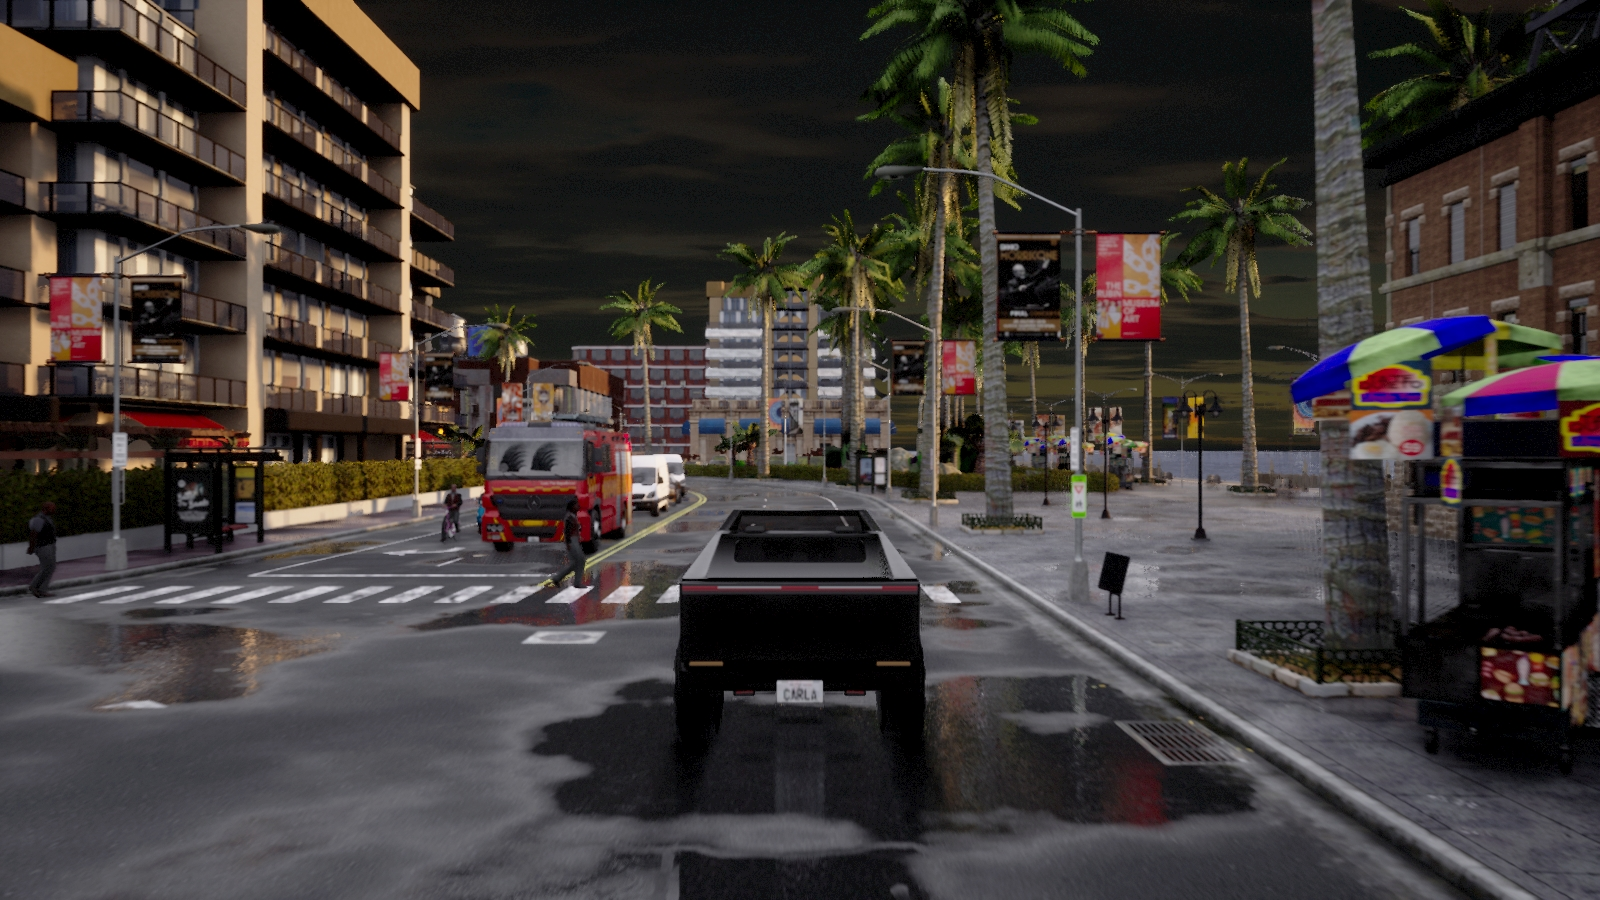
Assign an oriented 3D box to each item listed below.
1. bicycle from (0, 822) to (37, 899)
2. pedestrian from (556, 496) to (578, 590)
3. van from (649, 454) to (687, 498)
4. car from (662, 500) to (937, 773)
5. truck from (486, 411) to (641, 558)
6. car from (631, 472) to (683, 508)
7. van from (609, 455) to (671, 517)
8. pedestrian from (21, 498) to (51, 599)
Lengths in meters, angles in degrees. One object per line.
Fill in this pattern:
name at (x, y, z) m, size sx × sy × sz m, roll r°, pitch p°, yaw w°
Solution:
bicycle at (-3.486, 2.210, 4.061) m, size 0.329 × 1.171 × 1.835 m, roll 0°, pitch 0°, yaw 0°
pedestrian at (-4.654, 1.849, 22.859) m, size 0.375 × 1.860 × 0.375 m, roll 0°, pitch 0°, yaw -4°
van at (-8.161, 1.534, 70.241) m, size 1.988 × 2.561 × 5.915 m, roll 0°, pitch 0°, yaw -10°
car at (-0.001, 1.753, 13.062) m, size 2.390 × 2.098 × 6.274 m, roll 0°, pitch 0°, yaw 0°
truck at (-6.753, 0.890, 34.005) m, size 2.891 × 3.827 × 8.468 m, roll 0°, pitch 0°, yaw 0°
car at (-7.173, 1.992, 57.869) m, size 2.152 × 1.651 × 5.027 m, roll 0°, pitch 0°, yaw -2°
van at (-7.046, 1.534, 50.832) m, size 1.988 × 2.561 × 5.915 m, roll 0°, pitch 0°, yaw -1°
pedestrian at (-14.356, 1.849, 21.477) m, size 0.375 × 1.860 × 0.375 m, roll 0°, pitch 0°, yaw -15°
